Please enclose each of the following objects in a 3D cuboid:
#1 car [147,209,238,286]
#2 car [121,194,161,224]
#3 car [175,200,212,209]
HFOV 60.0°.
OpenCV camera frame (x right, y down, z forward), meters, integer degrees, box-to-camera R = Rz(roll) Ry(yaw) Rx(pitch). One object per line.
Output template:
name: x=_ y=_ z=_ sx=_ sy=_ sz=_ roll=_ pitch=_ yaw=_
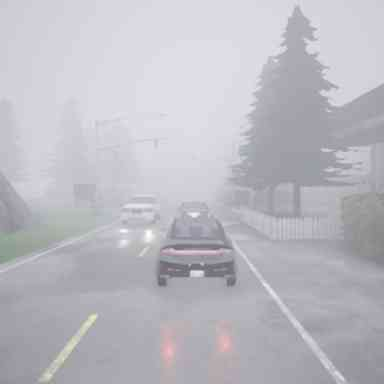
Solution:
car: x=0.102 y=1.436 z=9.189 sx=2.128 sy=1.511 sz=4.902 roll=0 pitch=0 yaw=0
car: x=-3.495 y=1.159 z=23.628 sx=2.150 sy=2.045 sz=5.566 roll=0 pitch=0 yaw=0
car: x=0.104 y=1.237 z=19.185 sx=2.097 sy=1.767 sz=4.553 roll=0 pitch=0 yaw=0
